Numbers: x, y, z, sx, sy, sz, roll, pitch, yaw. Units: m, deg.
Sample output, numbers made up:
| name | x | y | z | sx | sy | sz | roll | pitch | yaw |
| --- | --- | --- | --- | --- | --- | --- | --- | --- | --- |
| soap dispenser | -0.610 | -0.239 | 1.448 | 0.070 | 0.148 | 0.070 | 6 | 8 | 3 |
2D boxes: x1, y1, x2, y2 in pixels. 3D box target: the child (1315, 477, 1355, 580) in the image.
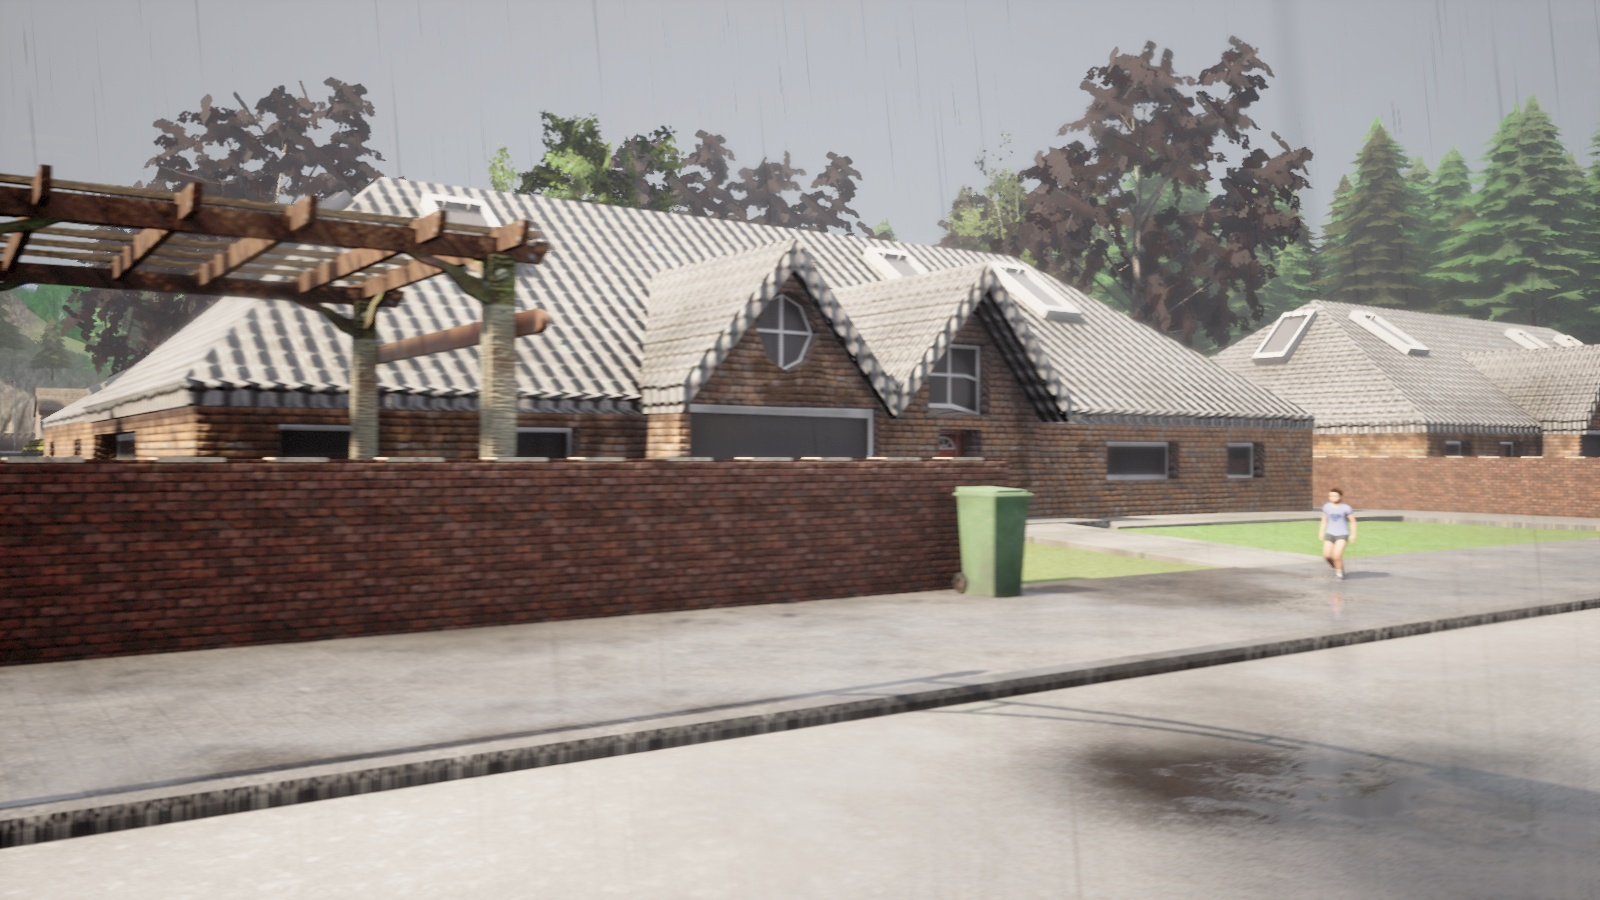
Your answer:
| name | x | y | z | sx | sy | sz | roll | pitch | yaw |
| --- | --- | --- | --- | --- | --- | --- | --- | --- | --- |
| child | 5.915 | 0.856 | 13.872 | 0.394 | 1.110 | 0.255 | 0 | 0 | -41 |
